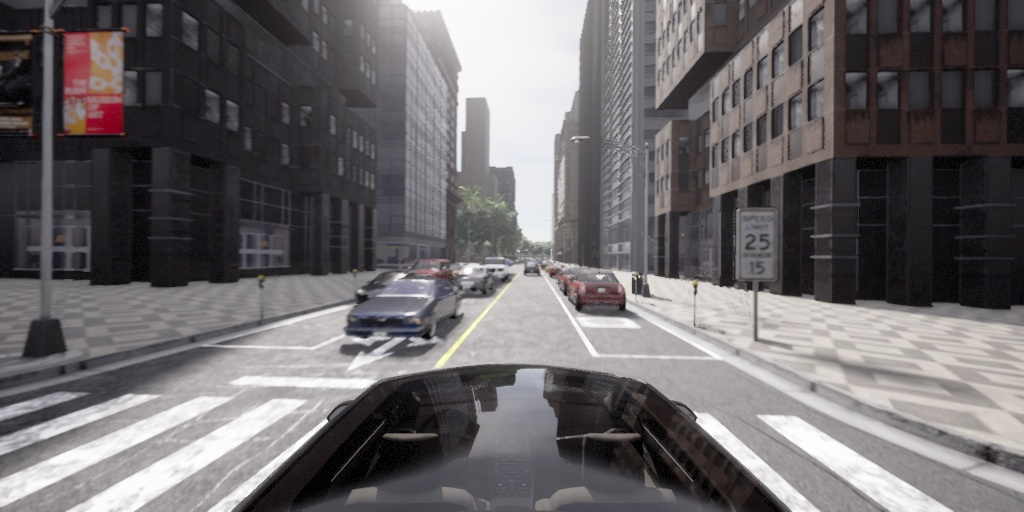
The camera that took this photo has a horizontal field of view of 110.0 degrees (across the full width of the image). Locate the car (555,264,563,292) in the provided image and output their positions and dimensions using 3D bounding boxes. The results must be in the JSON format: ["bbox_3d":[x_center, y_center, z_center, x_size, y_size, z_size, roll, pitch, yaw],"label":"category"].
[{"bbox_3d":[3.730,1.316,20.567,1.967,1.591,4.097,0,0,3],"label":"car"}]

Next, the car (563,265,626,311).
[{"bbox_3d":[3.416,1.287,15.152,1.967,1.591,4.097,0,0,3],"label":"car"}]

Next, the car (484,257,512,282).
[{"bbox_3d":[-1.496,1.100,31.239,2.150,2.045,5.566,1,0,4],"label":"car"}]

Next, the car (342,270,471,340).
[{"bbox_3d":[-2.713,1.317,10.374,2.033,1.411,5.357,1,0,3],"label":"car"}]

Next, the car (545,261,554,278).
[{"bbox_3d":[4.669,1.507,36.815,1.888,1.381,4.507,0,0,3],"label":"car"}]

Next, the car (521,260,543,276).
[{"bbox_3d":[2.271,1.489,41.339,1.812,1.442,4.674,1,0,3],"label":"car"}]

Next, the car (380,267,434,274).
[{"bbox_3d":[-5.094,1.338,15.647,1.948,1.339,4.313,0,0,3],"label":"car"}]

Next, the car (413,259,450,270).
[{"bbox_3d":[-4.781,1.115,21.064,2.192,1.841,5.009,0,0,3],"label":"car"}]

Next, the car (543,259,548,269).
[{"bbox_3d":[5.306,1.548,47.816,1.751,1.417,4.829,0,0,3],"label":"car"}]

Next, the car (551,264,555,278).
[{"bbox_3d":[4.043,1.486,25.983,1.802,1.307,4.207,0,0,3],"label":"car"}]

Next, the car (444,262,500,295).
[{"bbox_3d":[-2.128,1.314,20.625,2.128,1.511,4.902,1,0,3],"label":"car"}]
